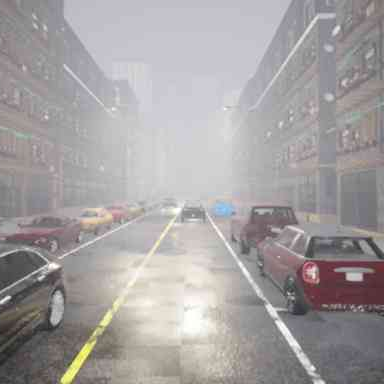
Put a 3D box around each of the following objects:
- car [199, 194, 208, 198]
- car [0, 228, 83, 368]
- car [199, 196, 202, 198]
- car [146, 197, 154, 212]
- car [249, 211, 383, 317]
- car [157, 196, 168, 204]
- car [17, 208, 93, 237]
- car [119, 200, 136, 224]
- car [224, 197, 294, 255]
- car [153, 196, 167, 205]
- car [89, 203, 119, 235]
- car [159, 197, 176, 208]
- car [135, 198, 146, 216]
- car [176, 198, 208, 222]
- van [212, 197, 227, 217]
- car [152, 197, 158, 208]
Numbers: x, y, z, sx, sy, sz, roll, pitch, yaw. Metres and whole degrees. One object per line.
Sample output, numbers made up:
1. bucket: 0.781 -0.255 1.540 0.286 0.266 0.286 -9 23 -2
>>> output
1. car: 2.710 1.282 75.693 2.192 1.841 5.009 1 0 0
2. car: -3.099 1.502 4.033 1.837 1.490 4.892 0 0 0
3. car: 0.102 1.575 46.691 1.895 1.301 4.718 0 0 0
4. car: -5.642 1.544 35.839 1.947 1.339 4.313 1 0 0
5. car: 2.706 1.435 7.476 1.967 1.590 4.097 1 0 0
6. car: -5.642 1.551 64.264 1.802 1.307 4.206 1 0 0
7. car: -5.642 1.535 13.100 1.887 1.381 4.507 1 0 0
8. car: -5.641 1.528 24.470 1.887 1.381 4.507 1 0 0
9. car: 2.709 1.306 13.160 2.192 1.841 5.009 1 0 0
10. car: -5.641 1.521 58.578 2.008 1.369 4.403 1 0 0
11. car: -5.642 1.512 18.615 1.752 1.417 4.829 1 0 0
12. car: -3.073 1.452 46.464 1.882 1.535 5.008 0 0 0
13. car: -5.641 1.506 29.985 1.752 1.417 4.829 1 0 0
14. car: 0.101 1.476 26.094 2.128 1.511 4.902 0 0 0
15. van: 2.708 1.322 30.215 1.690 1.788 3.998 1 0 0
16. car: -5.641 1.501 41.353 1.752 1.417 4.829 1 0 0
